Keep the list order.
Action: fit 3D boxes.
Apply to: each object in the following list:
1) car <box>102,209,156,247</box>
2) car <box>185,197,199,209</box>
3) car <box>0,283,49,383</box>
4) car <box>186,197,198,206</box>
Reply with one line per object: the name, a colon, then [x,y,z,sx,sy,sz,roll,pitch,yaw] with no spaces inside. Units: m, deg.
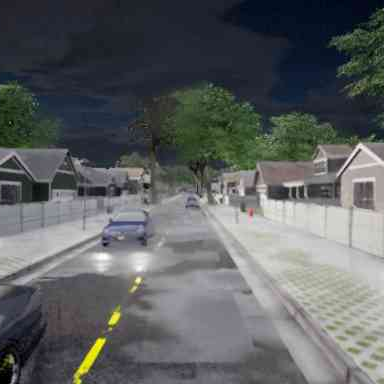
car: [-2.751,1.540,15.306,1.812,1.442,4.674,0,0,0]
car: [-0.004,1.566,46.095,2.033,1.411,5.357,0,0,0]
car: [-2.825,1.551,2.115,2.033,1.411,5.357,0,0,0]
car: [-0.004,1.564,56.513,2.033,1.411,5.357,0,0,0]
